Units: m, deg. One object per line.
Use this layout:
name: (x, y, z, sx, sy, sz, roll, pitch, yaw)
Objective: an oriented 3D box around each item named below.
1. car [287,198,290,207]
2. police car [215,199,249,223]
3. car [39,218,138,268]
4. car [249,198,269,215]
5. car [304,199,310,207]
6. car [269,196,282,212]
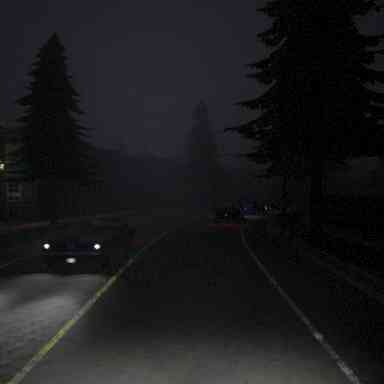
car: (13.282, 1.407, 51.737, 4.553, 1.767, 2.097, 0, 0, -42)
police car: (3.078, 1.450, 26.382, 1.930, 1.638, 5.238, 0, 0, 14)
car: (-3.268, 1.607, 11.464, 1.895, 1.301, 4.718, 0, 0, 3)
car: (6.321, 1.513, 35.101, 1.882, 1.535, 5.008, 0, 0, 26)
car: (19.707, 1.628, 52.764, 4.181, 1.385, 1.994, 0, 0, -36)
car: (9.121, 1.548, 40.013, 1.837, 1.490, 4.892, 0, 0, 33)
